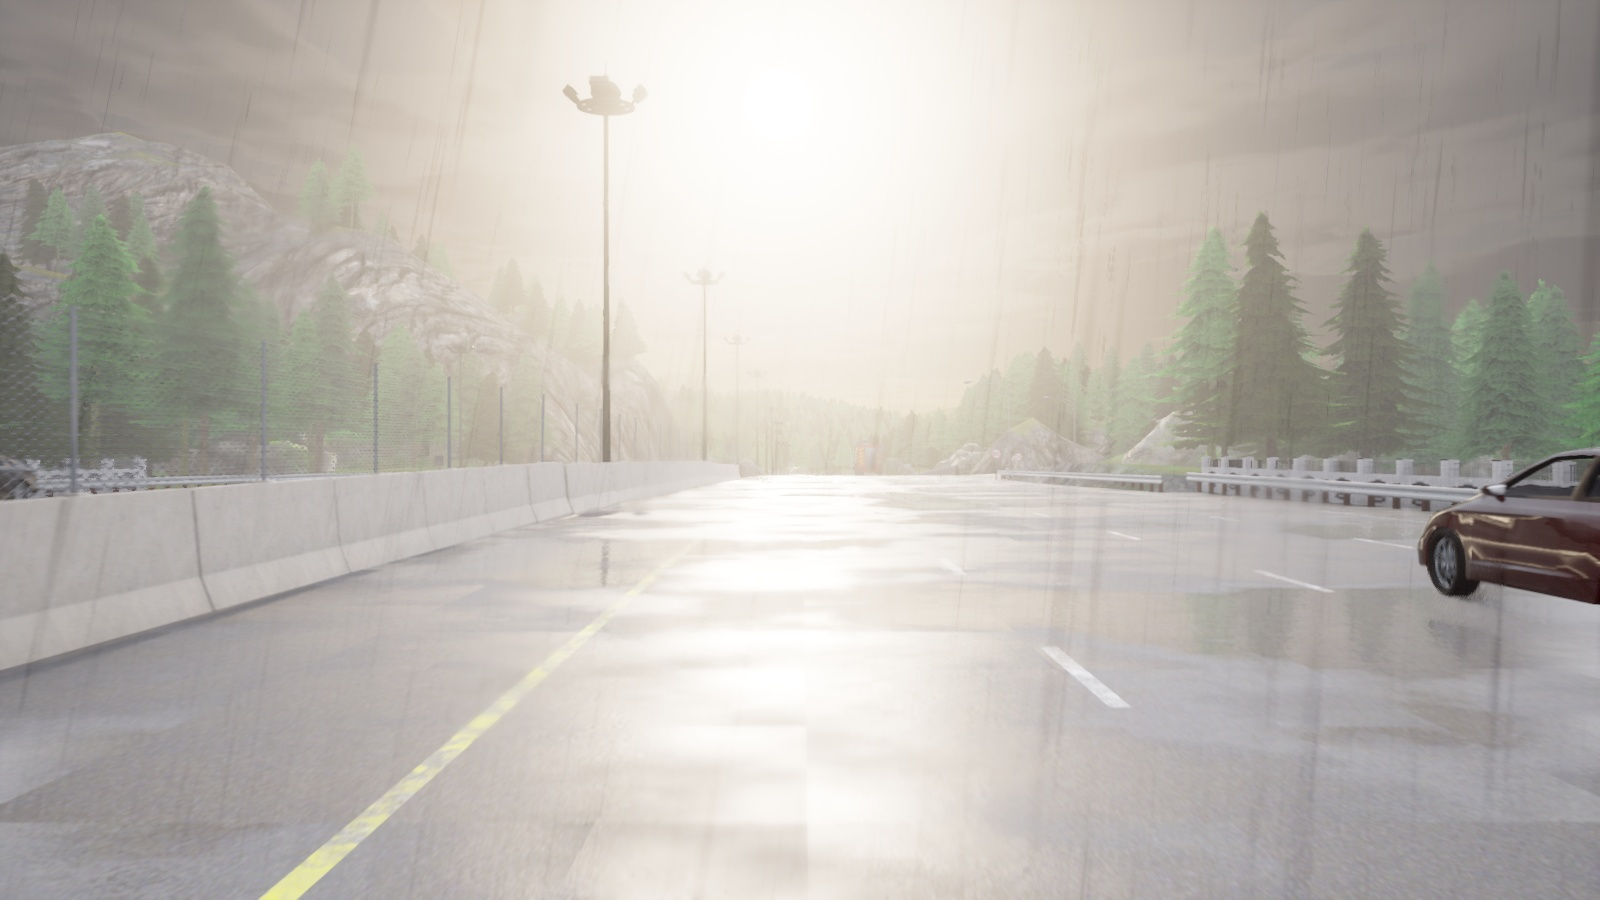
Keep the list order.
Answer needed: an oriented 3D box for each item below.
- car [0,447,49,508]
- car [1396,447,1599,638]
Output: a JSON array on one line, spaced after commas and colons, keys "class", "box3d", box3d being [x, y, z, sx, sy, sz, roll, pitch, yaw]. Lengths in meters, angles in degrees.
[{"class": "car", "box3d": [-20.812, 0.677, 30.527, 2.128, 1.511, 4.902, 0, -1, 0]}, {"class": "car", "box3d": [7.077, 0.711, 10.916, 1.816, 1.474, 4.193, 0, 0, 0]}]
